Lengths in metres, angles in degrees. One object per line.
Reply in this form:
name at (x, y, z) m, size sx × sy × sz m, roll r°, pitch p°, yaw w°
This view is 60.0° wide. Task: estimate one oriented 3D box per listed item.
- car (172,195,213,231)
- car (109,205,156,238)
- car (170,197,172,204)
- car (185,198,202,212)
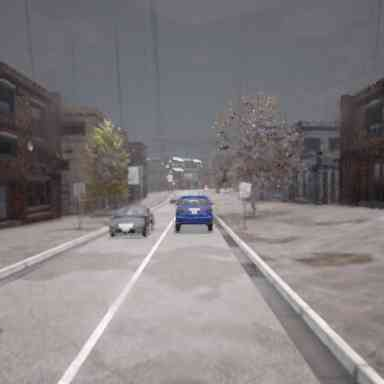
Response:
car at (0.132, 1.212, 20.828) m, size 2.150 × 2.045 × 5.566 m, roll 0°, pitch 0°, yaw 0°
car at (-3.073, 1.483, 17.861) m, size 2.128 × 1.511 × 4.902 m, roll 0°, pitch 0°, yaw 0°
car at (-2.913, 1.367, 59.386) m, size 1.882 × 1.535 × 5.008 m, roll 0°, pitch 1°, yaw 1°
car at (0.174, 1.508, 39.114) m, size 1.812 × 1.442 × 4.674 m, roll 0°, pitch 0°, yaw 0°
